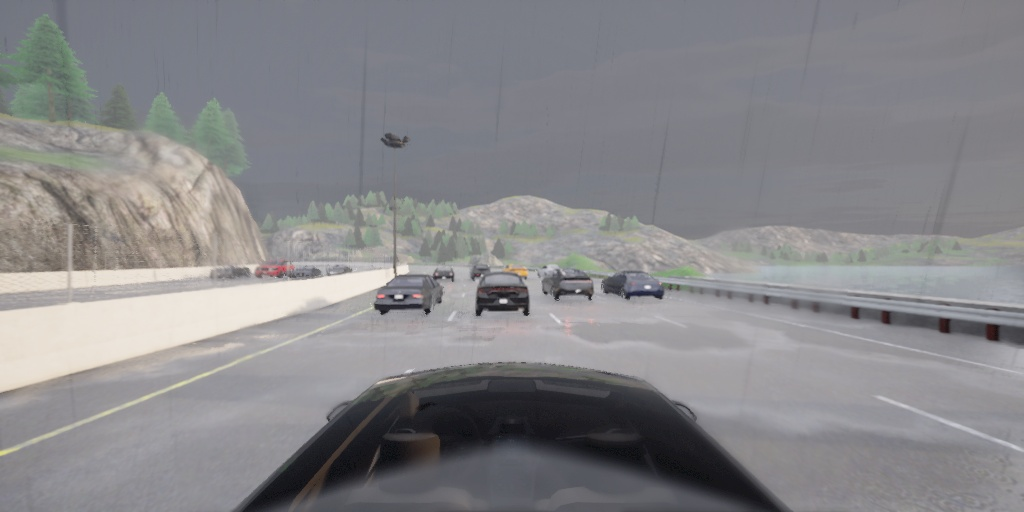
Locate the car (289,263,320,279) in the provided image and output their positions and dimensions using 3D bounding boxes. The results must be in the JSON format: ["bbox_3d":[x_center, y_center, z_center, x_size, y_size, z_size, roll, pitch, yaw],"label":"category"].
[{"bbox_3d":[-21.725,1.710,38.110,1.994,1.385,4.181,0,-1,-12],"label":"car"}]

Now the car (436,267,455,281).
[{"bbox_3d":[-6.361,1.656,33.711,1.895,1.301,4.718,0,-1,-10],"label":"car"}]

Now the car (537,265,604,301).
[{"bbox_3d":[2.727,1.380,18.372,2.128,1.511,4.902,0,-1,-5],"label":"car"}]

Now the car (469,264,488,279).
[{"bbox_3d":[-3.117,1.564,35.300,1.837,1.490,4.892,0,-1,-10],"label":"car"}]

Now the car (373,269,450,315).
[{"bbox_3d":[-3.922,1.423,14.402,2.033,1.411,5.357,0,-1,-4],"label":"car"}]

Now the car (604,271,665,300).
[{"bbox_3d":[6.189,1.445,18.819,1.994,1.385,4.181,0,-1,-5],"label":"car"}]

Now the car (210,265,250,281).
[{"bbox_3d":[-28.536,1.646,36.522,2.128,1.511,4.902,0,-1,-12],"label":"car"}]

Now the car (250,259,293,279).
[{"bbox_3d":[-25.429,1.387,38.736,2.150,2.045,5.566,0,-1,-13],"label":"car"}]

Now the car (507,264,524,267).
[{"bbox_3d":[0.250,1.534,36.347,1.882,1.535,5.008,0,-1,-10],"label":"car"}]

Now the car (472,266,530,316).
[{"bbox_3d":[-0.432,1.339,14.115,1.882,1.535,5.008,0,-1,-4],"label":"car"}]

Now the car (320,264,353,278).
[{"bbox_3d":[-18.061,1.622,37.723,2.128,1.511,4.902,0,-1,-12],"label":"car"}]

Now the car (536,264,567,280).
[{"bbox_3d":[3.875,1.566,35.833,1.812,1.442,4.674,0,-1,-10],"label":"car"}]
